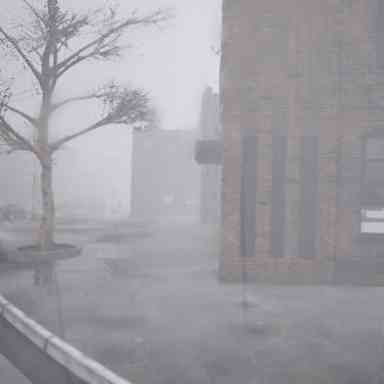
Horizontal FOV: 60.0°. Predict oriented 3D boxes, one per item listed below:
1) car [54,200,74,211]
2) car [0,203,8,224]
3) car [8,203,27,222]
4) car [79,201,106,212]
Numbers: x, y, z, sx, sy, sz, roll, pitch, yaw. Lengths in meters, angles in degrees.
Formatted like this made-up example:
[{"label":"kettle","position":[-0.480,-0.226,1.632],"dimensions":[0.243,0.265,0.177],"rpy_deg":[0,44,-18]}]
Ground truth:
[{"label":"car","position":[-18.182,1.849,45.848],"dimensions":[1.812,1.442,4.674],"rpy_deg":[1,-1,16]},{"label":"car","position":[-14.374,1.542,22.441],"dimensions":[1.801,1.575,5.366],"rpy_deg":[1,-1,-15]},{"label":"car","position":[-15.397,1.649,27.759],"dimensions":[1.837,1.490,4.892],"rpy_deg":[1,-1,-7]},{"label":"car","position":[-14.153,1.991,47.388],"dimensions":[1.812,1.442,4.674],"rpy_deg":[1,-1,19]}]
